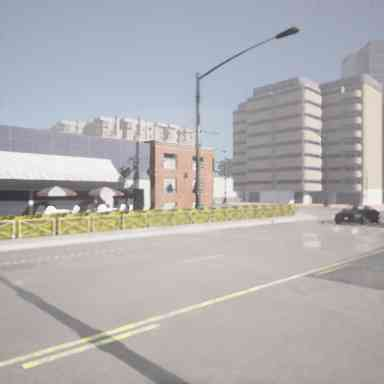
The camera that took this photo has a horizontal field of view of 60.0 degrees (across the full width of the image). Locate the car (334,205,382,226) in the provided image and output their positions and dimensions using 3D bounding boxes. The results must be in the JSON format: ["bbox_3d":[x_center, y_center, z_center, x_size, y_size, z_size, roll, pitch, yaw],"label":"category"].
[{"bbox_3d":[11.848,1.600,23.727,4.181,1.385,1.994,0,0,-42],"label":"car"}]
